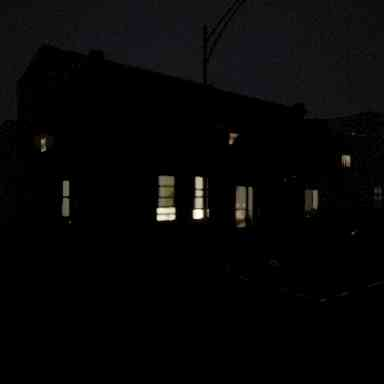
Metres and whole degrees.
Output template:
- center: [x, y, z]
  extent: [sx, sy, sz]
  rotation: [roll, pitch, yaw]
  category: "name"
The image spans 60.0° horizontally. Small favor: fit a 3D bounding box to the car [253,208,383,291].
- center: [4.010, 1.402, 9.424]
  extent: [5.009, 1.841, 2.192]
  rotation: [1, -1, -35]
  category: "car"
